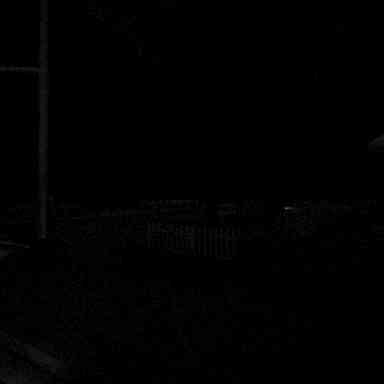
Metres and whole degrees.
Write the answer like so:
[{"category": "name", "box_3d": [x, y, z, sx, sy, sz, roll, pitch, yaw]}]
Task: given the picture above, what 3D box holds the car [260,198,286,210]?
[{"category": "car", "box_3d": [10.138, 1.495, 41.571, 2.033, 1.411, 5.357, 0, 0, 32]}]
